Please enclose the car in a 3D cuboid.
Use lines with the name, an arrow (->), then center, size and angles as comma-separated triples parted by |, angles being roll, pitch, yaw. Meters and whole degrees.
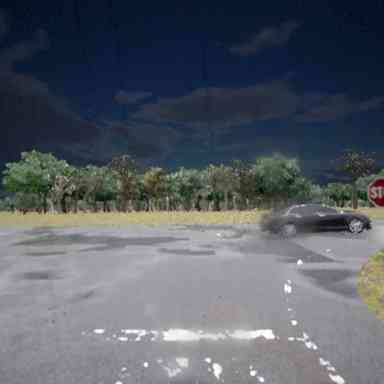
car -> 5.502, 1.235, 15.075 | 4.892, 1.490, 1.837 | -4, -1, -1
